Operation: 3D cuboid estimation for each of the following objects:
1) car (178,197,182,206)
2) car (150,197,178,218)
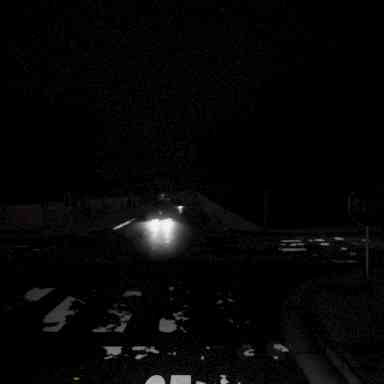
[{"bbox_3d":[-2.576,1.473,52.360,1.812,1.442,4.674,0,0,0],"label":"car"},{"bbox_3d":[-2.649,1.486,30.179,2.128,1.511,4.902,0,0,0],"label":"car"}]
